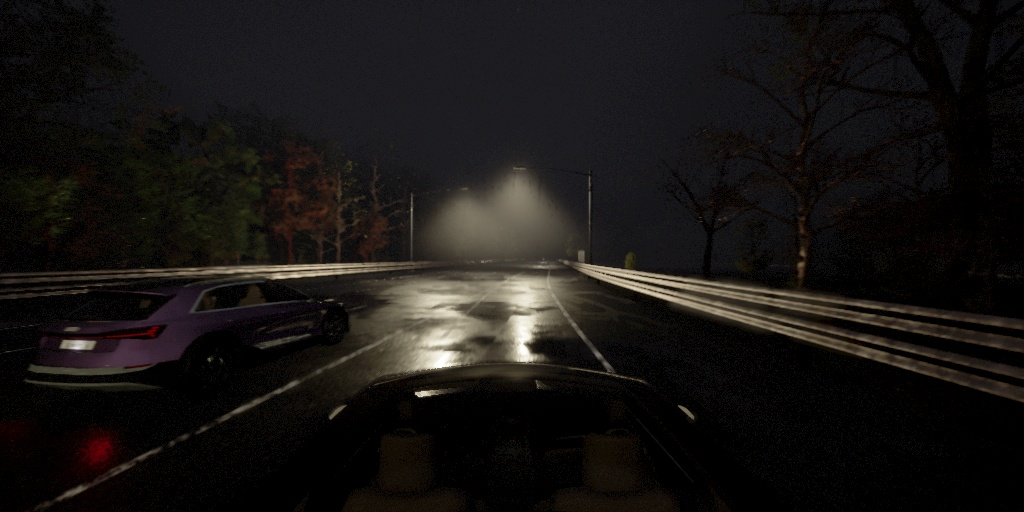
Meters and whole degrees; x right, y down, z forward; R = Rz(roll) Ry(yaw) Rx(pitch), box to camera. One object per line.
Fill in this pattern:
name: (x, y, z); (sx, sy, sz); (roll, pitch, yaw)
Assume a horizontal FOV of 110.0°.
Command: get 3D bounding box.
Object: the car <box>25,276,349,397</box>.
car: (-5.026, 1.163, 6.602); (2.033, 1.649, 4.856); (0, 0, 6)
